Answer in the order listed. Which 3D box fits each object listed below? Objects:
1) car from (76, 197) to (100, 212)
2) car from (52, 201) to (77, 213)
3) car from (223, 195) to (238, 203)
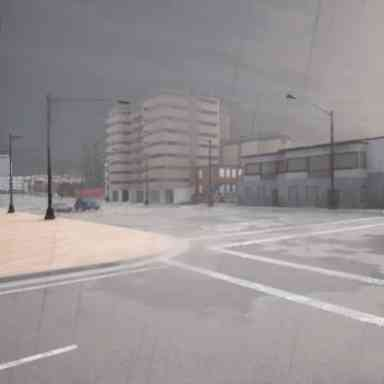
[{"bbox_3d":[-15.312,1.762,48.463,2.150,2.045,5.566,-1,-1,-36],"label":"car"},{"bbox_3d":[-18.153,2.180,46.426,1.895,1.301,4.718,-1,-1,-36],"label":"car"},{"bbox_3d":[7.517,1.332,61.411,1.970,1.475,3.806,-1,-1,-37],"label":"car"}]
